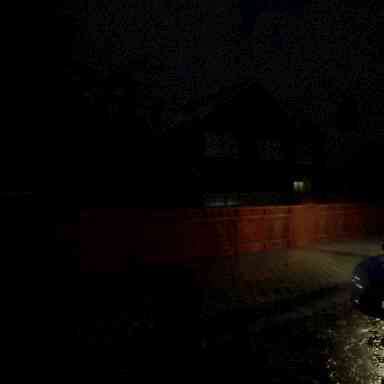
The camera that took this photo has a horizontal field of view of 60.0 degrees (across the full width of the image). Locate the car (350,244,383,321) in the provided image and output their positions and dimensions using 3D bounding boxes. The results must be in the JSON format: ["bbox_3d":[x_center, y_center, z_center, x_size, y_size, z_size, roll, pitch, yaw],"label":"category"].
[{"bbox_3d":[5.102,1.476,6.475,5.008,1.535,1.882,0,0,-34],"label":"car"}]
